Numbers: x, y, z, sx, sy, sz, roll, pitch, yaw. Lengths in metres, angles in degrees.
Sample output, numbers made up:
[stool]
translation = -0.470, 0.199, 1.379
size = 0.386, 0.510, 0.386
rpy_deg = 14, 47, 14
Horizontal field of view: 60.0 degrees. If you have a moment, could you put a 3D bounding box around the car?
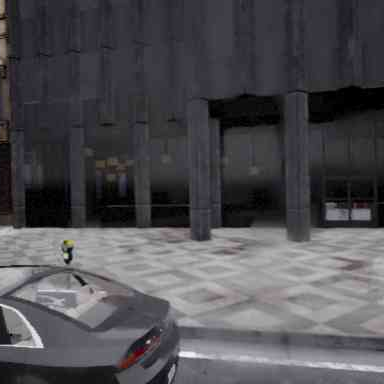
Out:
[car]
translation = -2.348, 1.533, 3.597
size = 4.403, 1.369, 2.008
rpy_deg = -1, 1, 11
